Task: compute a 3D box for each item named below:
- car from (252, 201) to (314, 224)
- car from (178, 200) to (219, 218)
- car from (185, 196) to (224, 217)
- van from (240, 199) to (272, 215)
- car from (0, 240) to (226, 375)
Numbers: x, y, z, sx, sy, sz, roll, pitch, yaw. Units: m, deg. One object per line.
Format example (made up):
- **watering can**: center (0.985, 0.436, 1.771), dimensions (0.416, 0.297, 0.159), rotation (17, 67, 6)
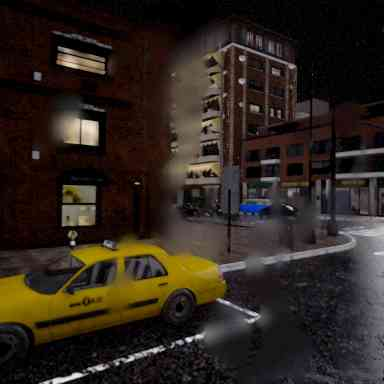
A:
- **car**: center (7.285, 1.688, 26.160), dimensions (1.812, 1.442, 4.674), rotation (1, -1, -35)
- **car**: center (0.189, 1.763, 31.863), dimensions (1.947, 1.339, 4.313), rotation (1, -1, -35)
- **car**: center (1.211, 1.487, 34.965), dimensions (2.150, 2.045, 5.566), rotation (1, -1, -34)
- **van**: center (7.086, 1.701, 36.624), dimensions (1.690, 1.788, 3.998), rotation (1, -1, -35)
- **car**: center (-1.630, 1.529, 5.548), dimensions (4.829, 1.417, 1.752), rotation (0, 1, -35)
